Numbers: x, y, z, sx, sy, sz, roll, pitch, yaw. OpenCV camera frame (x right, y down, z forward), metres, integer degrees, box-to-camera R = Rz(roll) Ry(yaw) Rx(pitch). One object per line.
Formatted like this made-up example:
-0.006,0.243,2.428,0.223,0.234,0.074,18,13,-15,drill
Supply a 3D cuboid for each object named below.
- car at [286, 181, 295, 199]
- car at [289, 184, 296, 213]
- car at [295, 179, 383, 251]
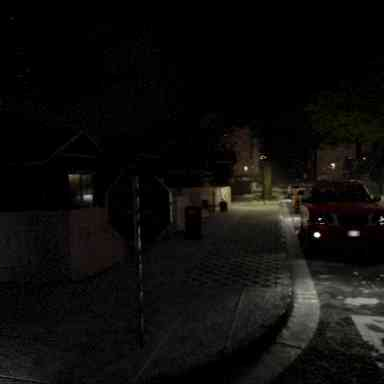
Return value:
11.066,-0.097,35.372,1.812,1.442,4.674,-1,3,15,car
7.644,0.443,21.982,1.882,1.535,5.008,-1,2,15,car
5.007,0.645,11.597,2.150,2.045,5.566,-1,2,14,car
